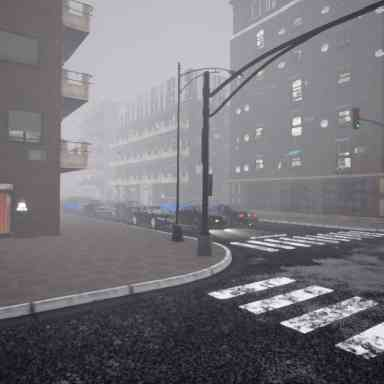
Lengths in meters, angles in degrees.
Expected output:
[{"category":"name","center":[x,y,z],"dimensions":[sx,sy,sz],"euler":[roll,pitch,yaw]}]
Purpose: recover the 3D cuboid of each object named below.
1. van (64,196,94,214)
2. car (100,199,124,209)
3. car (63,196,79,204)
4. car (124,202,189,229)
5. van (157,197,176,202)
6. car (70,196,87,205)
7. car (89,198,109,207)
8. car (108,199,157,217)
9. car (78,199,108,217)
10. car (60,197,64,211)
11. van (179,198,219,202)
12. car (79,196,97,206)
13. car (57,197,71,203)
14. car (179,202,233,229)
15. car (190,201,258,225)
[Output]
[{"category":"van","center":[-11.989,1.361,35.403],"dimensions":[1.690,1.788,3.998],"euler":[1,-1,-35]},{"category":"car","center":[-11.878,1.683,49.086],"dimensions":[1.887,1.381,4.507],"euler":[1,-1,-35]},{"category":"car","center":[-24.610,1.615,67.487],"dimensions":[1.967,1.590,4.097],"euler":[1,-1,-35]},{"category":"car","center":[-2.440,1.540,21.600],"dimensions":[2.008,1.369,4.403],"euler":[1,-1,-35]},{"category":"van","center":[-2.326,1.450,35.286],"dimensions":[1.690,1.788,3.998],"euler":[1,-1,-35]},{"category":"car","center":[-21.427,1.606,62.887],"dimensions":[1.967,1.590,4.097],"euler":[1,-1,-35]},{"category":"car","center":[-15.061,1.730,53.685],"dimensions":[1.802,1.307,4.206],"euler":[1,-1,-35]},{"category":"car","center":[-5.517,1.528,30.381],"dimensions":[2.128,1.511,4.902],"euler":[1,-1,-35]},{"category":"car","center":[-8.808,1.592,30.801],"dimensions":[1.802,1.307,4.206],"euler":[1,-1,-35]},{"category":"car","center":[-15.174,1.581,40.001],"dimensions":[2.008,1.369,4.403],"euler":[1,-1,-35]},{"category":"van","center":[0.858,1.440,30.686],"dimensions":[1.690,1.788,3.998],"euler":[1,-1,-35]},{"category":"car","center":[-18.244,1.597,58.287],"dimensions":[1.967,1.590,4.097],"euler":[1,-1,-35]},{"category":"car","center":[-27.795,1.728,72.087],"dimensions":[1.887,1.381,4.507],"euler":[1,-1,-35]},{"category":"car","center":[0.388,1.581,21.845],"dimensions":[1.994,1.385,4.181],"euler":[1,-1,-35]},{"category":"car","center":[2.373,1.603,24.105],"dimensions":[2.033,1.411,5.357],"euler":[1,-1,-34]}]
